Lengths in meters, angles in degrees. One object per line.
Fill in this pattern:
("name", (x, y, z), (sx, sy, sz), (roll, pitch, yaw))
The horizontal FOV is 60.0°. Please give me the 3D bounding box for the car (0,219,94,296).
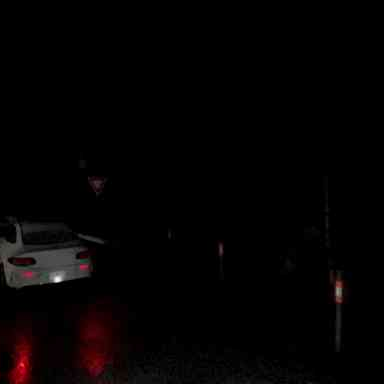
("car", (-3.879, 1.426, 8.570), (1.812, 1.442, 4.674), (-1, 2, -31))
